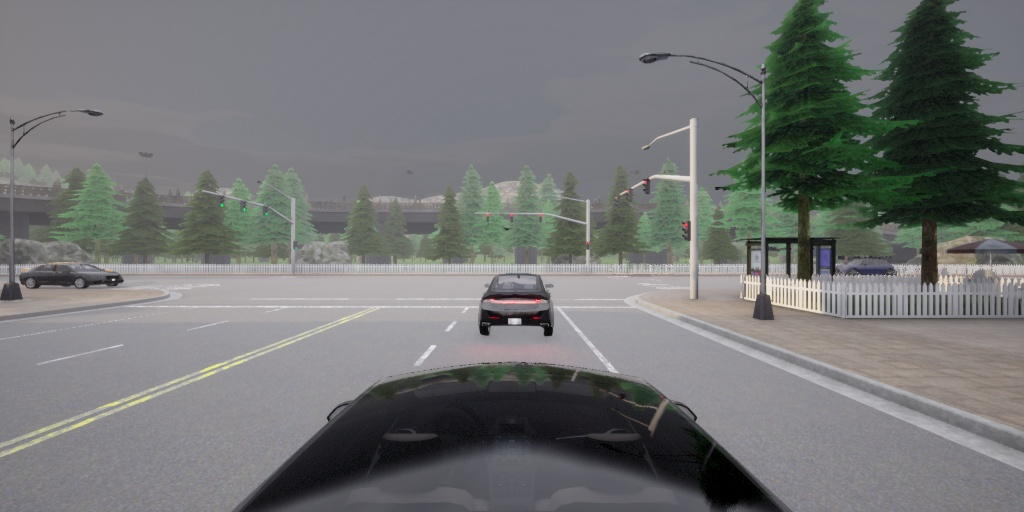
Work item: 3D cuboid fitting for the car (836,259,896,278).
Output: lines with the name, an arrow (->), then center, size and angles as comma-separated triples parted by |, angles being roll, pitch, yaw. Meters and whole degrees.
car -> 31.163, 1.047, 32.077 | 4.553, 1.767, 2.097 | 0, 0, 4

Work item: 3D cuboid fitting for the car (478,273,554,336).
car -> 0.181, 1.242, 10.394 | 2.128, 1.511, 4.902 | 0, 0, 3

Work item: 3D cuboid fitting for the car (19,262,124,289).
car -> -26.753, 1.199, 21.863 | 4.892, 1.490, 1.837 | 0, 0, 0
